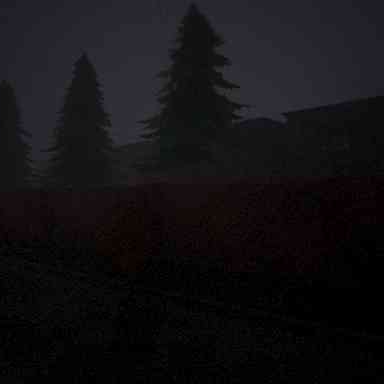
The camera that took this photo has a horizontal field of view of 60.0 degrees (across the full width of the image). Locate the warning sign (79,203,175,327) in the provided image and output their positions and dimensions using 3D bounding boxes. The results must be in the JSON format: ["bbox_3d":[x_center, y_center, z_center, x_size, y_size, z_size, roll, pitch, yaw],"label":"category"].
[{"bbox_3d":[-1.133,1.156,5.971,1.060,1.860,1.300,-1,0,36],"label":"warning sign"}]
